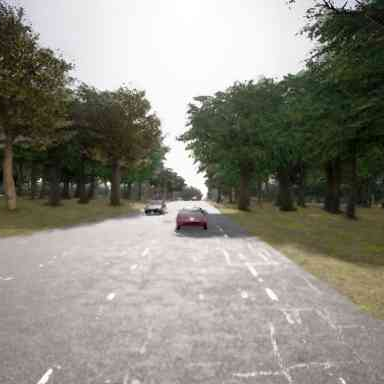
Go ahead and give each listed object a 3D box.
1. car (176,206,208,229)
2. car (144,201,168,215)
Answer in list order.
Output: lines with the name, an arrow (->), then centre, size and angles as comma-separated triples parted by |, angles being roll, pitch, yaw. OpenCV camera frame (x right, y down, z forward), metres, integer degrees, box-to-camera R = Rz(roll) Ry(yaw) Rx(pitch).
car -> -0.003, 1.606, 22.128 | 1.994, 1.385, 4.181 | 0, 0, 0
car -> -3.696, 1.615, 35.009 | 2.033, 1.411, 5.357 | 0, 0, 4
